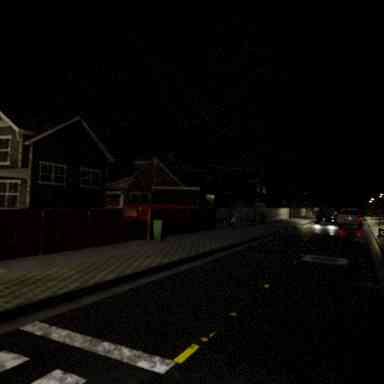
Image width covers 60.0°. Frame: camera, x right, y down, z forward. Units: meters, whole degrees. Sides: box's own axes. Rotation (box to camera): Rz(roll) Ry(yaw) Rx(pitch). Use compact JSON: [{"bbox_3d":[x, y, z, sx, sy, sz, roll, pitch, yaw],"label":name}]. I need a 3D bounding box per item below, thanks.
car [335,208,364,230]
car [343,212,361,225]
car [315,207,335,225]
[{"bbox_3d":[16.716,2.768,35.028,2.150,2.045,5.566,2,-2,27],"label":"car"},{"bbox_3d":[21.873,3.585,45.413,2.033,1.411,5.357,2,-2,27],"label":"car"},{"bbox_3d":[16.493,2.914,40.827,2.150,2.045,5.566,2,-2,27],"label":"car"}]
